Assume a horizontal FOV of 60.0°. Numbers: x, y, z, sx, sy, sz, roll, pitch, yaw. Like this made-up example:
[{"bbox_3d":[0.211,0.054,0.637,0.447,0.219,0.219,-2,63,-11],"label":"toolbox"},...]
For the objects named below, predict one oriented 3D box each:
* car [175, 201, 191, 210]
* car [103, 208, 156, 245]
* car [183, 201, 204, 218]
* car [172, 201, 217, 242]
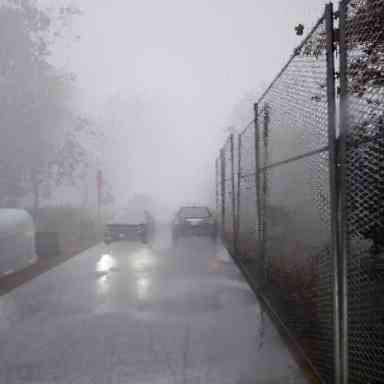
[{"bbox_3d":[-1.490,2.256,56.620,2.033,1.411,5.357,0,-1,6],"label":"car"},{"bbox_3d":[-2.861,1.536,16.140,1.882,1.535,5.008,0,0,0],"label":"car"},{"bbox_3d":[0.190,1.779,34.872,2.128,1.511,4.902,0,-1,1],"label":"car"},{"bbox_3d":[0.097,1.404,16.973,2.097,1.767,4.553,-1,0,0],"label":"car"}]
